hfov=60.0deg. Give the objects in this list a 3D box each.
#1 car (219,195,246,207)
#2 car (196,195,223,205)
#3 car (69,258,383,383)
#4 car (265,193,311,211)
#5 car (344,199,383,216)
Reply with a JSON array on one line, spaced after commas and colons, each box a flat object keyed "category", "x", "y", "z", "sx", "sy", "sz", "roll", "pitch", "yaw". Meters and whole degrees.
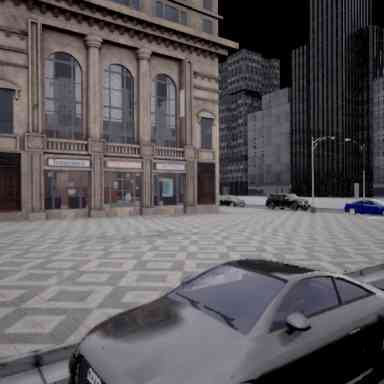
[{"category": "car", "x": 5.557, "y": 1.244, "z": 47.215, "sx": 2.097, "sy": 1.767, "sz": 4.553, "roll": -1, "pitch": 0, "yaw": -34}, {"category": "car", "x": 2.921, "y": 1.313, "z": 56.698, "sx": 1.882, "sy": 1.535, "sz": 5.008, "roll": -1, "pitch": 1, "yaw": -34}, {"category": "car", "x": 0.782, "y": 1.563, "z": 3.937, "sx": 4.181, "sy": 1.385, "sz": 1.994, "roll": 0, "pitch": 0, "yaw": -36}, {"category": "car", "x": 11.128, "y": 1.142, "z": 38.951, "sx": 2.150, "sy": 2.045, "sz": 5.566, "roll": -1, "pitch": 0, "yaw": -34}, {"category": "car", "x": 16.698, "y": 1.426, "z": 30.714, "sx": 1.882, "sy": 1.535, "sz": 5.008, "roll": -1, "pitch": 1, "yaw": -35}]
